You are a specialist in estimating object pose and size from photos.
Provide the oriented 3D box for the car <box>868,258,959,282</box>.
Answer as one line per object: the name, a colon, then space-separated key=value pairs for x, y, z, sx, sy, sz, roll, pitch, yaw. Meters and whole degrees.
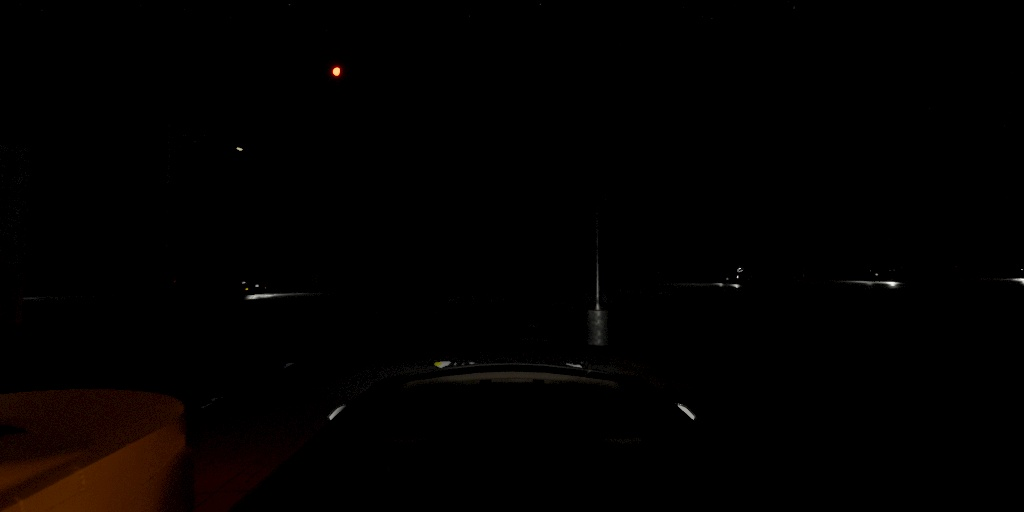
car: x=26.129 y=0.891 z=23.386 sx=4.674 sy=1.442 sz=1.812 roll=-1 pitch=-2 yaw=1

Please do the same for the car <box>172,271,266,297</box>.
car: x=-16.060 y=1.495 z=19.779 sx=4.181 sy=1.385 sz=1.994 roll=-1 pitch=-2 yaw=0

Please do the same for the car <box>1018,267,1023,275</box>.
car: x=36.724 y=0.751 z=23.352 sx=5.357 sy=1.411 sz=2.033 roll=-1 pitch=-2 yaw=0

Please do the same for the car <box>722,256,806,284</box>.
car: x=16.280 y=0.875 z=23.413 sx=4.553 sy=1.767 sz=2.097 roll=-1 pitch=-2 yaw=0

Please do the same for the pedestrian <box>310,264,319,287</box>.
pedestrian: x=-15.061 y=1.466 z=27.383 sx=0.375 sy=1.860 sz=0.375 roll=0 pitch=-1 yaw=0
